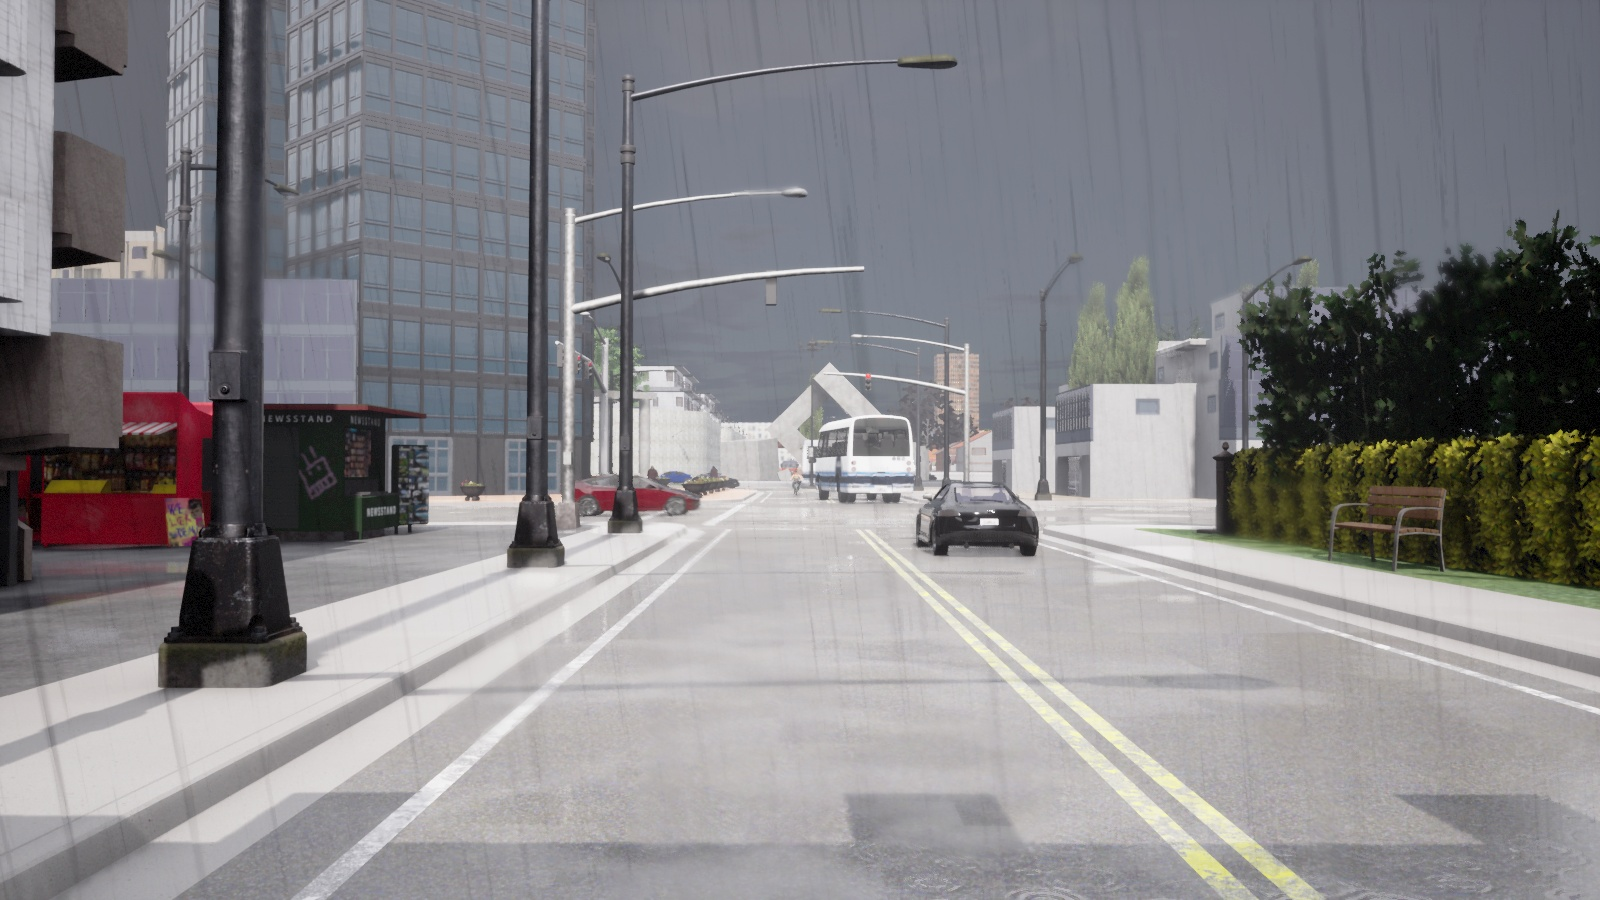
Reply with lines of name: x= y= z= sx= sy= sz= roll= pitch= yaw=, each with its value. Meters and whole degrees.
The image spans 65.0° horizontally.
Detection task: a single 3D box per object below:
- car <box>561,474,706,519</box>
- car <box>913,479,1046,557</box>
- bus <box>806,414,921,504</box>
car: x=-5.774 y=1.620 z=43.944 sx=4.792 sy=1.488 sz=2.163 roll=0 pitch=-1 yaw=-1
car: x=3.437 y=1.280 z=24.800 sx=1.994 sy=1.385 sz=4.181 roll=0 pitch=-1 yaw=0
bus: x=3.052 y=0.513 z=64.891 sx=3.944 sy=4.253 sz=10.273 roll=0 pitch=-1 yaw=-9
